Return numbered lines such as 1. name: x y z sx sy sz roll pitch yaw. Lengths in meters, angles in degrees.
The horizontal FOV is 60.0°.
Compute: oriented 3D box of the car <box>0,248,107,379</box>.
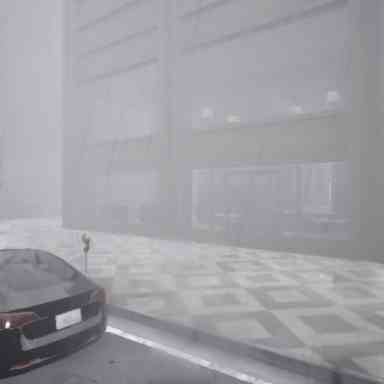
1. car: -3.180 1.567 5.229 4.313 1.339 1.947 0 0 35
